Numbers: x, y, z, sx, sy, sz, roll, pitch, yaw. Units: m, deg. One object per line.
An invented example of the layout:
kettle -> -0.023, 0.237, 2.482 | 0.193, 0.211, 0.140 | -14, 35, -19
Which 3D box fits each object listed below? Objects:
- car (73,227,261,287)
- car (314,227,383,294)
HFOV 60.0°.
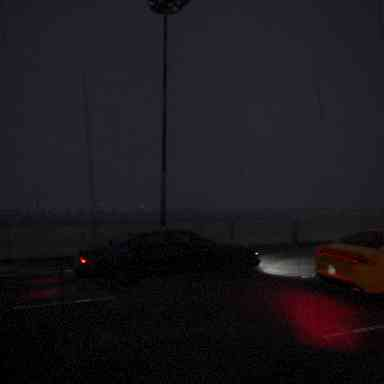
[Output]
car -> -0.686, 1.774, 9.864 | 5.357, 1.411, 2.033 | 0, -1, -20
car -> 5.489, 1.632, 8.408 | 5.008, 1.535, 1.882 | 0, -1, -20
